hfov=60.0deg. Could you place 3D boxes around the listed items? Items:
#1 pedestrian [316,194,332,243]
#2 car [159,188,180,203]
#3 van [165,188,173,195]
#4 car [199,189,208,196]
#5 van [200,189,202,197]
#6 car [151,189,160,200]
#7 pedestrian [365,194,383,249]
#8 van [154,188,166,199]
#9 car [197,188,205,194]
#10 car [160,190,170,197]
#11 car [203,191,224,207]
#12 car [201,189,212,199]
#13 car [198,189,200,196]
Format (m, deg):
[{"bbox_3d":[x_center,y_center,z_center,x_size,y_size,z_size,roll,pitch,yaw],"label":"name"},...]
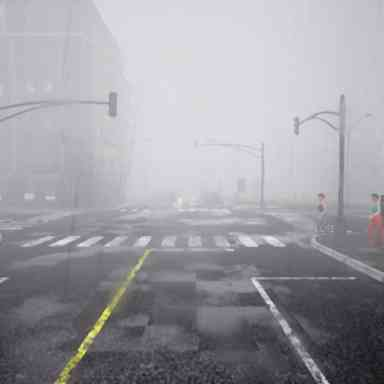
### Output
[{"bbox_3d":[4.873,0.931,12.428,0.375,1.860,0.375,-1,2,0],"label":"pedestrian"},{"bbox_3d":[-3.135,0.661,46.717,1.882,1.535,5.008,0,1,0],"label":"car"},{"bbox_3d":[-5.798,-0.147,83.199,1.690,1.788,3.998,-1,1,0],"label":"van"},{"bbox_3d":[2.563,0.058,77.596,1.967,1.590,4.097,-1,1,0],"label":"car"},{"bbox_3d":[2.581,0.376,55.015,1.690,1.788,3.998,-1,1,0],"label":"van"},{"bbox_3d":[-5.763,0.601,54.977,1.947,1.339,4.313,-1,1,0],"label":"car"},{"bbox_3d":[6.211,0.949,11.230,0.375,1.860,0.375,-1,2,0],"label":"pedestrian"},{"bbox_3d":[-5.773,0.273,60.618,1.690,1.788,3.998,-1,1,0],"label":"van"},{"bbox_3d":[2.574,-0.264,94.531,1.967,1.590,4.097,-1,1,0],"label":"car"},{"bbox_3d":[-5.783,0.269,71.911,1.887,1.381,4.507,-1,1,0],"label":"car"},{"bbox_3d":[2.603,0.884,38.084,1.887,1.381,4.507,-1,1,0],"label":"car"},{"bbox_3d":[2.595,0.678,43.727,1.967,1.590,4.097,-1,1,0],"label":"car"},{"bbox_3d":[2.577,0.476,60.664,1.887,1.381,4.507,-1,1,0],"label":"car"}]
